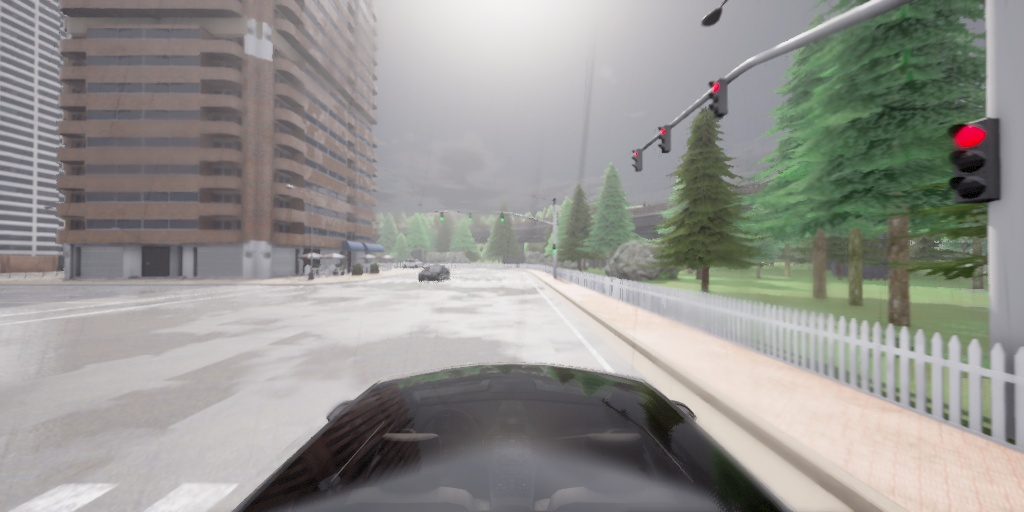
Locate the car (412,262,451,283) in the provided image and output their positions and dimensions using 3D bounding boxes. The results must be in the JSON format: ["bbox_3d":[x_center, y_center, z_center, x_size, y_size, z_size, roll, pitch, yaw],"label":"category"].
[{"bbox_3d":[-6.915,1.574,32.184,1.882,1.535,5.008,0,0,5],"label":"car"}]
